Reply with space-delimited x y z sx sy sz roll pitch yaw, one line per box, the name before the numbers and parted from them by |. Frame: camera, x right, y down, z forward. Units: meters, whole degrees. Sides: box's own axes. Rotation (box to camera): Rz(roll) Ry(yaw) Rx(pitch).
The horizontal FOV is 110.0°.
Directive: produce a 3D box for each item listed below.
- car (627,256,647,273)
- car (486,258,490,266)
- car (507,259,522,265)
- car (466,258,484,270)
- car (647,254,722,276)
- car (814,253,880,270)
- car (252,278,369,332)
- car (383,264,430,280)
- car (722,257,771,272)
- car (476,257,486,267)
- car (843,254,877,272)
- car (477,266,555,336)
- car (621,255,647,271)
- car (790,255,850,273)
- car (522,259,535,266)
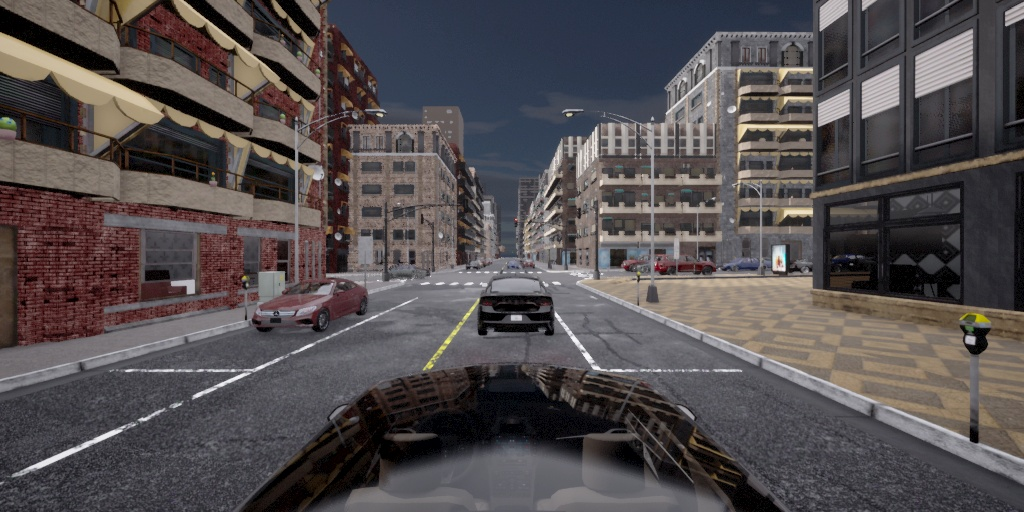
car | 14.446 1.021 36.572 4.181 1.385 1.994 -1 0 -1
car | -5.689 1.086 64.194 2.192 1.841 5.009 0 0 0
car | 0.113 1.314 56.995 2.033 1.411 5.357 0 0 0
car | -5.689 1.330 52.829 1.948 1.339 4.313 0 0 0
car | 14.710 0.778 30.785 5.009 1.841 2.192 0 0 0
car | 34.277 0.562 36.734 5.008 1.535 1.882 -1 0 0
car | -5.742 1.332 10.806 1.802 1.307 4.207 0 0 0
car | -9.726 1.474 33.162 4.181 1.385 1.994 -1 0 -1
car | 23.841 0.829 36.654 5.357 1.411 2.033 -1 0 -1
car | -5.690 1.293 58.342 1.751 1.417 4.829 0 0 0
car | 31.351 0.717 30.930 4.313 1.339 1.948 0 0 0
car | 0.099 1.227 10.465 1.882 1.535 5.008 0 0 0
car | 14.575 0.764 39.164 5.009 1.841 2.192 0 0 0
car | 25.803 0.822 30.881 4.313 1.339 1.948 0 0 0
car | 2.691 1.207 58.513 1.967 1.591 4.097 0 0 0
